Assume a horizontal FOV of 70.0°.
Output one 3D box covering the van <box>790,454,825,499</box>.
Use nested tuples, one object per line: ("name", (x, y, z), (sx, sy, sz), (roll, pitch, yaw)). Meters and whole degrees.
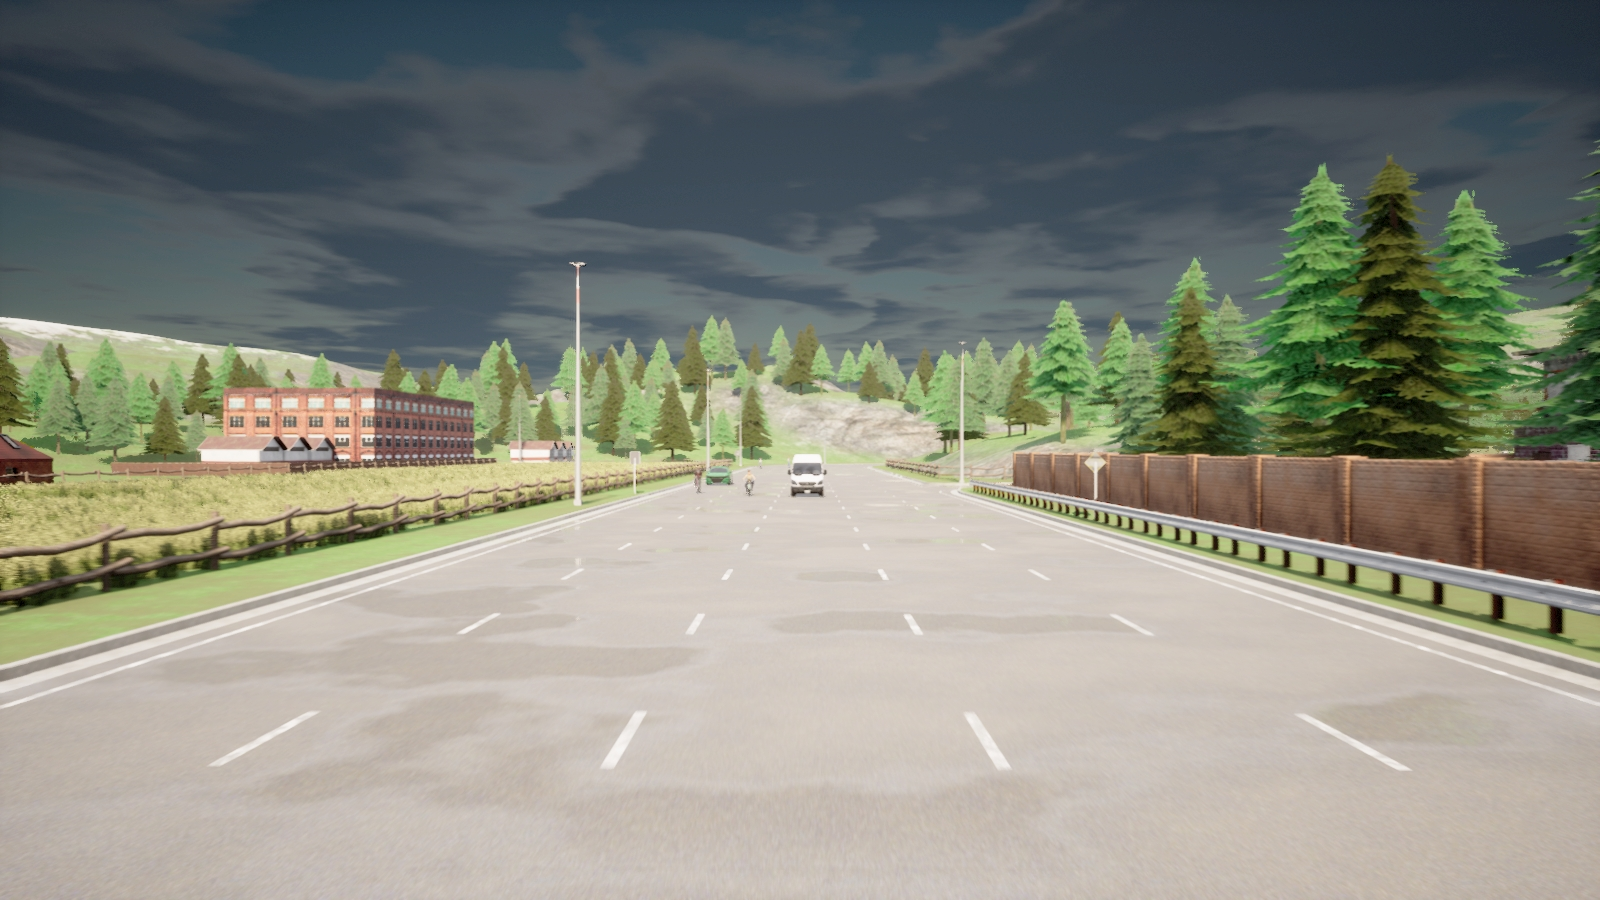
("van", (0.449, 1.534, 68.826), (1.988, 2.561, 5.915), (0, 0, 0))

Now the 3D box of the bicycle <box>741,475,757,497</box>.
("bicycle", (-3.053, 2.157, 68.800), (0.859, 1.276, 1.487), (0, 0, 1))

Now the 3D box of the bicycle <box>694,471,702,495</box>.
("bicycle", (-6.498, 2.060, 72.630), (0.329, 1.471, 1.835), (0, 0, 1))
